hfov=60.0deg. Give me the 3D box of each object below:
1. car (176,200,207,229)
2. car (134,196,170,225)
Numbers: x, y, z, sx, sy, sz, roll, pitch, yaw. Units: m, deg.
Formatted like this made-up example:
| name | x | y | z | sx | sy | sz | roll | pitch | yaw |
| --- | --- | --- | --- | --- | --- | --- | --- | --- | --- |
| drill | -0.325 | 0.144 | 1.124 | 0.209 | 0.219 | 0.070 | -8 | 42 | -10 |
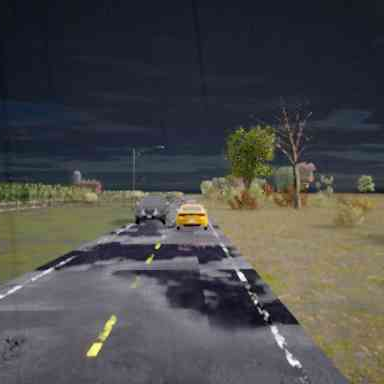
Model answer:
| name | x | y | z | sx | sy | sz | roll | pitch | yaw |
| --- | --- | --- | --- | --- | --- | --- | --- | --- | --- |
| car | -0.010 | 1.539 | 21.963 | 1.882 | 1.535 | 5.008 | 0 | 0 | 0 |
| car | -2.870 | 1.301 | 24.996 | 2.150 | 2.045 | 5.566 | 0 | 0 | 0 |
